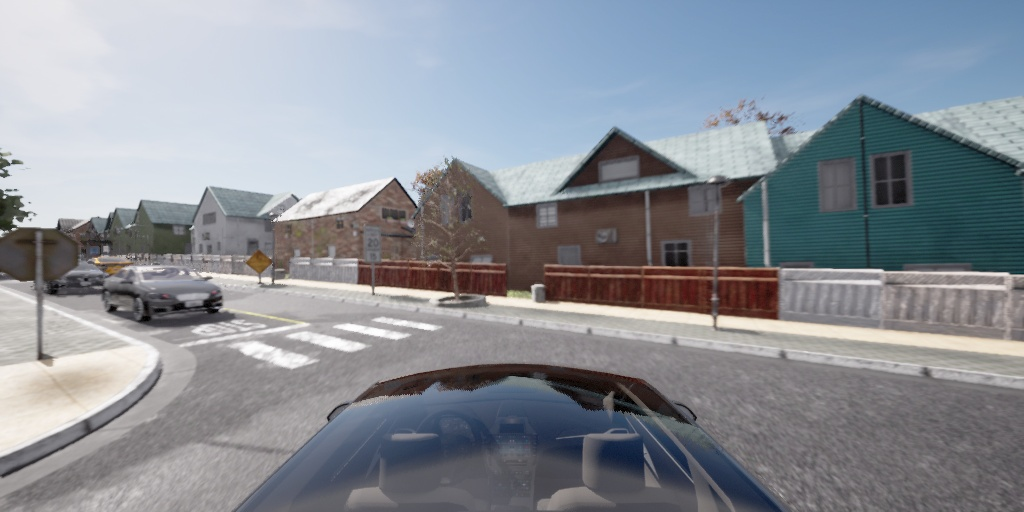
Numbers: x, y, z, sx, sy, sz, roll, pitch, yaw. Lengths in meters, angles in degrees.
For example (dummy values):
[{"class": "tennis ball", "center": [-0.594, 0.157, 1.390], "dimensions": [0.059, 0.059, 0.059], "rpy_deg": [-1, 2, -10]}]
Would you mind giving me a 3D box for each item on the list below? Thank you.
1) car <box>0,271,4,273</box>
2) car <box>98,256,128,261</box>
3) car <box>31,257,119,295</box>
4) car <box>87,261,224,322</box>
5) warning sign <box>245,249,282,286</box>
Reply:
[{"class": "car", "center": [-36.611, 0.685, 26.148], "dimensions": [4.674, 1.442, 1.812], "rpy_deg": [0, 0, 31]}, {"class": "car", "center": [-27.276, 0.749, 24.102], "dimensions": [5.008, 1.535, 1.882], "rpy_deg": [1, 0, 30]}, {"class": "car", "center": [-20.710, 0.921, 16.909], "dimensions": [4.674, 1.442, 1.812], "rpy_deg": [1, 0, 30]}, {"class": "car", "center": [-11.078, 1.041, 11.345], "dimensions": [4.902, 1.511, 2.128], "rpy_deg": [1, 1, 30]}, {"class": "warning sign", "center": [-13.137, 0.585, 18.732], "dimensions": [1.060, 1.860, 1.300], "rpy_deg": [0, 0, 30]}]
